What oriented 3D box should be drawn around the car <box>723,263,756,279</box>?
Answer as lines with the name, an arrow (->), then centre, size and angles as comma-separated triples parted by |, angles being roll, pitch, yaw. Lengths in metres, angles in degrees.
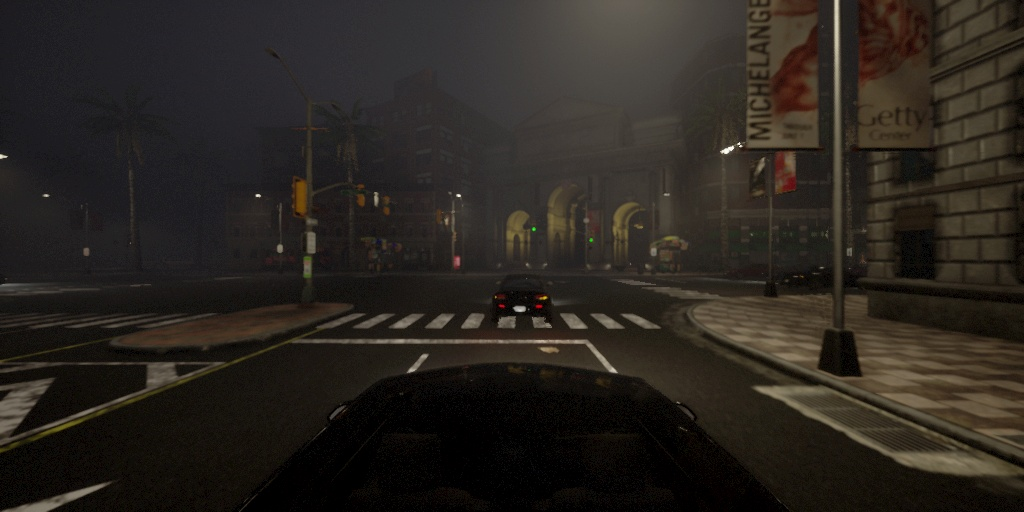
car -> 21.395, 1.326, 31.981 | 4.674, 1.442, 1.812 | 0, 0, 1

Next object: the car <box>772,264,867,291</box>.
car -> 18.674, 1.308, 21.363 | 4.674, 1.442, 1.812 | 0, 0, 0

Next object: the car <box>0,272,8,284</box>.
car -> -38.677, 1.353, 25.322 | 4.181, 1.385, 1.994 | 0, 0, 1

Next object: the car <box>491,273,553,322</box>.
car -> 0.409, 1.293, 12.225 | 1.812, 1.442, 4.674 | 0, 0, 4

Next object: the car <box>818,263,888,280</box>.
car -> 30.148, 1.363, 31.812 | 4.181, 1.385, 1.994 | 0, 0, 2

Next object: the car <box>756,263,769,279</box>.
car -> 22.949, 1.342, 28.486 | 5.357, 1.411, 2.033 | 0, 0, 1
